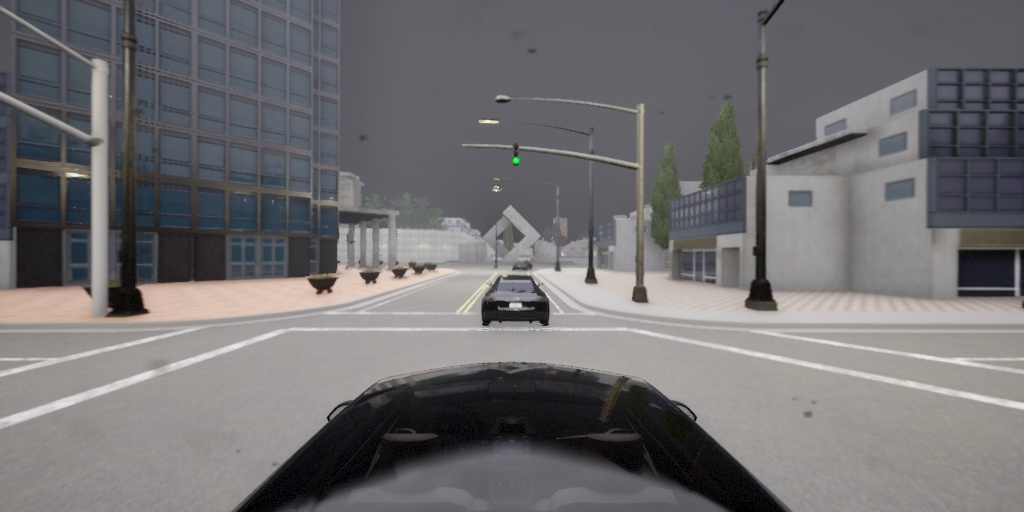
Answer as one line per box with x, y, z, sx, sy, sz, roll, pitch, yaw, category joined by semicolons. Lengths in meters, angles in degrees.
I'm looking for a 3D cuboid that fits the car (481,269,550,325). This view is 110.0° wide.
0.100;1.287;11.671;1.994;1.385;4.181;0;0;0;car

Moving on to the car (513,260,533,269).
1.524;1.223;48.110;1.994;1.385;4.181;0;0;17;car
